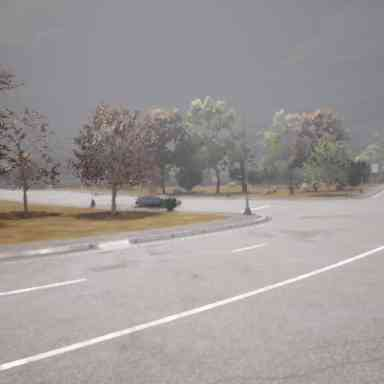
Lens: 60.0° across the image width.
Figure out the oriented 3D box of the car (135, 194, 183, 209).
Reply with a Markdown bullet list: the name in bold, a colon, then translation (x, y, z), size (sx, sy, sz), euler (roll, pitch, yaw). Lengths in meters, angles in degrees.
- **car**: translation (-3.550, 0.922, 34.856), size (5.357, 1.411, 2.033), euler (0, 3, 36)
